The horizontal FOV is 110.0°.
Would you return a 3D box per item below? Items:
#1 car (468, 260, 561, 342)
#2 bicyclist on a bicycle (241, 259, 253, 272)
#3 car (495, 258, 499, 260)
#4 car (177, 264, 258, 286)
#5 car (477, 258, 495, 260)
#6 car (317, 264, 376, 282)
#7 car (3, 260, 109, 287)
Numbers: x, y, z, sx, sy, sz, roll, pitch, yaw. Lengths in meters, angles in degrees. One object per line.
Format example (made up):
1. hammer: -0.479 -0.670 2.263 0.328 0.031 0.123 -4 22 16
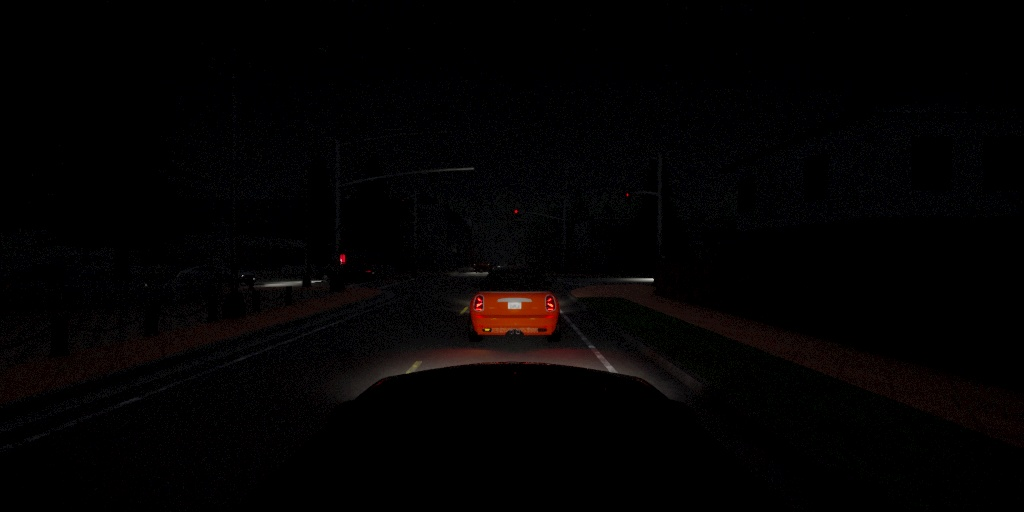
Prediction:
1. car: 0.069 1.102 9.944 2.097 1.767 4.553 0 0 0
2. bicyclist on a bicycle: -23.569 1.065 31.794 0.582 1.620 1.656 0 0 -2
3. car: -3.598 1.224 60.691 1.882 1.535 5.008 0 0 0
4. car: -20.005 1.290 24.435 4.674 1.442 1.812 0 0 -2
5. car: -3.615 1.099 44.187 2.097 1.767 4.553 0 0 0
6. car: -12.996 1.328 28.292 4.181 1.385 1.994 0 0 -3
7. car: -30.185 1.242 24.122 5.008 1.535 1.882 0 0 -1
